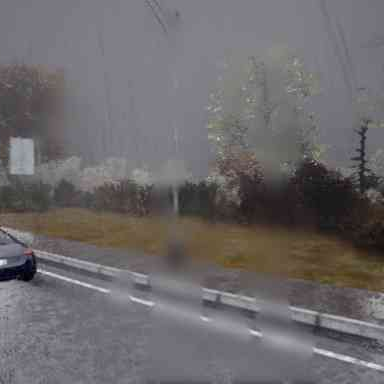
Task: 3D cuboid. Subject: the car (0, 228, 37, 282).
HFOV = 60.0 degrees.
[{"bbox_3d":[-5.885,1.572,8.801,4.181,1.385,1.994,0,0,40],"label":"car"}]
